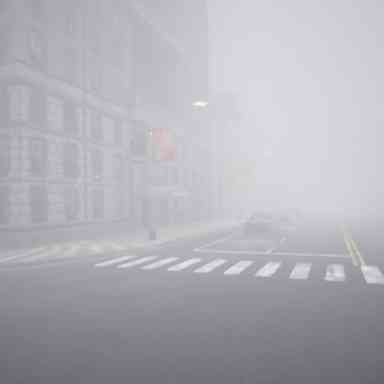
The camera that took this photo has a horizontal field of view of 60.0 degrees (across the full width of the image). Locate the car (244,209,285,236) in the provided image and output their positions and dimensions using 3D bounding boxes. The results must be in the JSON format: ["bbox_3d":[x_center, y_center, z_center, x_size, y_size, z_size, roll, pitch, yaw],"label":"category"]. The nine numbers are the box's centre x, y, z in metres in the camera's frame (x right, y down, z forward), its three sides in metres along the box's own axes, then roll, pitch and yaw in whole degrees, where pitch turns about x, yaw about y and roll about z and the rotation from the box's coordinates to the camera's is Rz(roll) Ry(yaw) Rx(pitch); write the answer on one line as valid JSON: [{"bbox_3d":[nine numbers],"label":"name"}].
[{"bbox_3d":[5.004,2.163,23.433,1.882,1.535,5.008,-2,-2,23],"label":"car"}]

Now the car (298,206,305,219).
[{"bbox_3d":[13.623,2.645,43.505,2.128,1.511,4.902,-2,-2,24],"label":"car"}]

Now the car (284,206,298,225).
[{"bbox_3d":[8.978,2.382,32.791,1.882,1.535,5.008,-2,-2,23],"label":"car"}]
